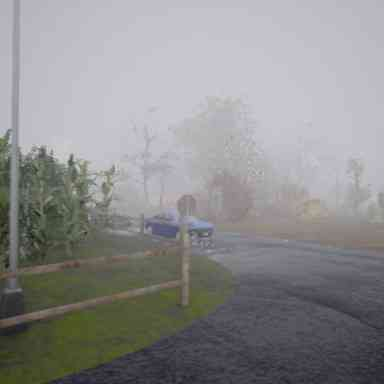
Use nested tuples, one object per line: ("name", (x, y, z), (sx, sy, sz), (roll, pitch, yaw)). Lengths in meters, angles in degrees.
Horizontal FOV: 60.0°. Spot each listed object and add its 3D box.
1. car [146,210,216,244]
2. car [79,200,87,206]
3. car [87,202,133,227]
("car", (-0.731, 1.755, 17.817), (1.882, 1.535, 5.008), (0, -1, -34))
("car", (-15.608, 1.871, 45.157), (2.150, 2.045, 5.566), (0, -1, -34))
("car", (-6.357, 1.745, 26.164), (2.097, 1.767, 4.553), (0, -1, -34))
